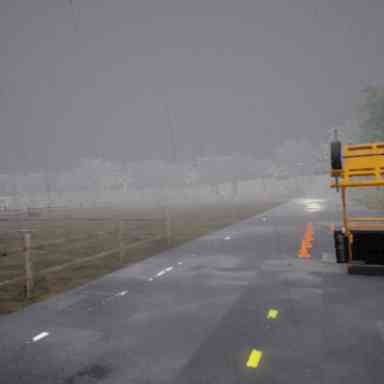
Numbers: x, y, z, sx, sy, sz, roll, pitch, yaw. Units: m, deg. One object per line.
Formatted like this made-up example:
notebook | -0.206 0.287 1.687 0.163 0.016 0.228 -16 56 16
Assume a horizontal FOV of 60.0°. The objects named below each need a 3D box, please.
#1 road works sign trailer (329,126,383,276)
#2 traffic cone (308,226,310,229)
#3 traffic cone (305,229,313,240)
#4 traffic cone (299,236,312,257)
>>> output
road works sign trailer | 4.266 0.784 7.083 2.380 3.560 2.880 -3 45 25
traffic cone | 5.213 1.813 14.839 0.340 0.580 0.340 -3 0 22
traffic cone | 4.477 1.834 12.979 0.340 0.580 0.340 -3 0 22
traffic cone | 3.741 1.856 11.120 0.340 0.580 0.340 -3 0 22
